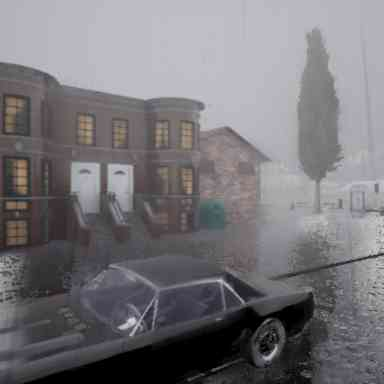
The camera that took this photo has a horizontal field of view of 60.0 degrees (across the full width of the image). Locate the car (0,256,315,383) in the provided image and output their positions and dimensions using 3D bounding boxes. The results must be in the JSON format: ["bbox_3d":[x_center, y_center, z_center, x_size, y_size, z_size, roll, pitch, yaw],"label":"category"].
[{"bbox_3d":[-0.640,1.599,4.148,4.718,1.301,1.895,0,0,-35],"label":"car"}]
